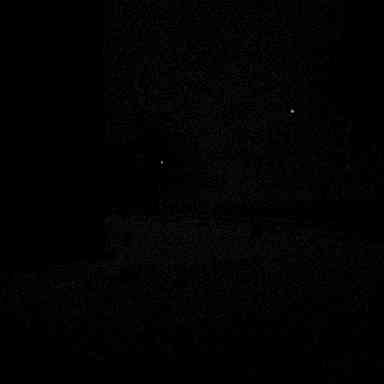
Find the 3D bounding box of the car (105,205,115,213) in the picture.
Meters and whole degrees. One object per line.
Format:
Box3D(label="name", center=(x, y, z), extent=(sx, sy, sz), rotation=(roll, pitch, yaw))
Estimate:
Box3D(label="car", center=(-14.229, 2.836, 54.291), extent=(1.994, 1.385, 4.181), rotation=(-1, -1, -36))
